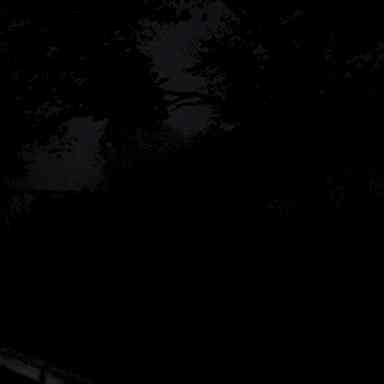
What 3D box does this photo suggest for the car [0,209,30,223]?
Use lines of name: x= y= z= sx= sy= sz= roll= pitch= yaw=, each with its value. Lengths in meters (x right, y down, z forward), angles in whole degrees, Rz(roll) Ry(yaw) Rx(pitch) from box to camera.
car: x=-33.105 y=4.496 z=60.987 sx=5.566 sy=2.045 sz=2.435 roll=-6 pitch=-3 yaw=1

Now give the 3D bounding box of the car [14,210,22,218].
car: x=-26.669 y=3.926 z=55.434 sx=1.994 sy=1.385 sz=4.181 roll=-7 pitch=-3 yaw=22

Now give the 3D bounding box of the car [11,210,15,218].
car: x=-29.603 y=4.241 z=56.087 sx=1.994 sy=1.385 sz=4.181 roll=-7 pitch=-3 yaw=22

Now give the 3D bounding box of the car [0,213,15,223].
car: x=-34.141 y=4.708 z=58.206 sx=5.008 sy=1.535 sz=2.097 roll=-6 pitch=-3 yaw=1
